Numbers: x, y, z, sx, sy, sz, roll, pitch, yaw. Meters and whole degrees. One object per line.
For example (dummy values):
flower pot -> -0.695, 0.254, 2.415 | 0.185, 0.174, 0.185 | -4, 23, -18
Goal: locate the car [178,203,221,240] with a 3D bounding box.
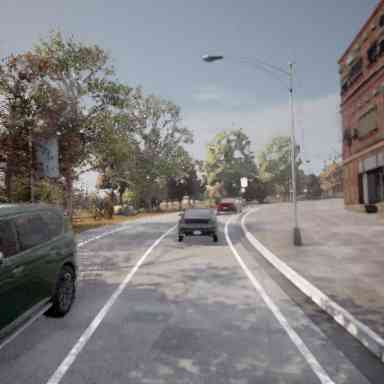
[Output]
car -> 0.370, 1.501, 16.842 | 1.837, 1.490, 4.892 | -1, 0, 3

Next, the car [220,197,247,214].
car -> 4.039, 1.389, 34.636 | 1.882, 1.535, 5.008 | -2, 0, 19

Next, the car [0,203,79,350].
car -> -3.347, 1.232, 4.536 | 2.150, 2.045, 5.566 | 0, 0, 0

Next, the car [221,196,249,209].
car -> 6.109, 1.468, 46.942 | 2.128, 1.511, 4.902 | -3, -1, 31
